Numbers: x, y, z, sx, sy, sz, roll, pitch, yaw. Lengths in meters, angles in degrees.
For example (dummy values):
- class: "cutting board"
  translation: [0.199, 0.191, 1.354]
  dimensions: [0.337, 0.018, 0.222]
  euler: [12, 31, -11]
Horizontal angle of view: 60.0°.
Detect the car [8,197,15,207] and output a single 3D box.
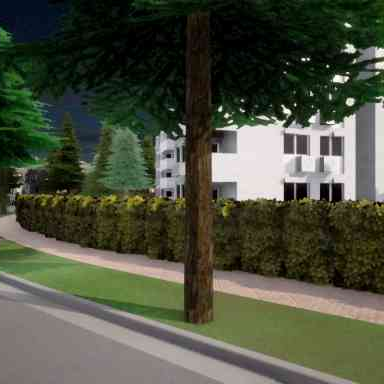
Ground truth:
- class: "car"
  translation: [-26.697, 1.505, 50.718]
  dimensions: [1.837, 1.490, 4.892]
  euler: [0, 0, 11]
